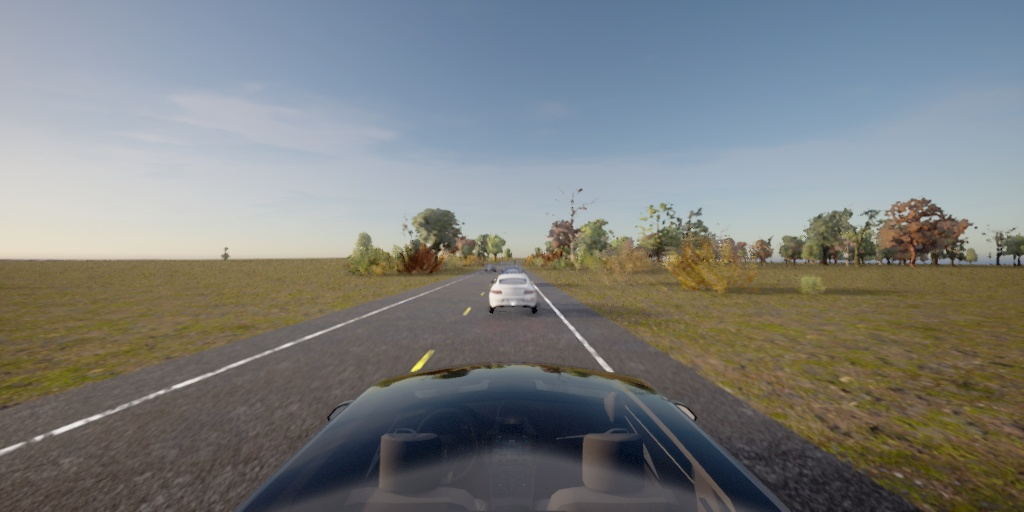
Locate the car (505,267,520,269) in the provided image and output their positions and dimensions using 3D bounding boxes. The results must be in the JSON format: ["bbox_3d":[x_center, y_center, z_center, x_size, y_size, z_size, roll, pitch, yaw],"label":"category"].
[{"bbox_3d":[0.054,1.639,29.847,1.812,1.442,4.674,0,0,0],"label":"car"}]

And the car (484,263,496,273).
[{"bbox_3d":[-3.557,1.941,58.554,2.128,1.511,4.902,0,-1,0],"label":"car"}]

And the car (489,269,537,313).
[{"bbox_3d":[0.054,1.451,14.937,1.812,1.442,4.674,0,-1,0],"label":"car"}]
